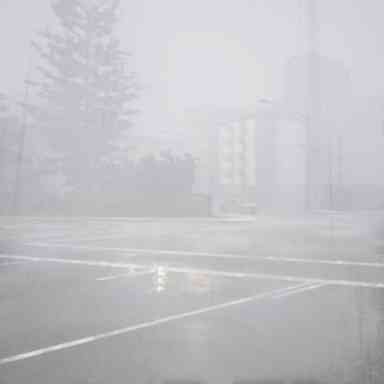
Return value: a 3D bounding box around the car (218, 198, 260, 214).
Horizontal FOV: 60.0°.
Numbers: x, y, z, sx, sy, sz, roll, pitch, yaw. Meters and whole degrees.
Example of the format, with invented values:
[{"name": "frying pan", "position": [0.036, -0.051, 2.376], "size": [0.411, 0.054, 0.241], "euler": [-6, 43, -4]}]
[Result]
[{"name": "car", "position": [4.758, 1.412, 34.183], "size": [1.882, 1.535, 5.008], "euler": [0, 0, -35]}]
